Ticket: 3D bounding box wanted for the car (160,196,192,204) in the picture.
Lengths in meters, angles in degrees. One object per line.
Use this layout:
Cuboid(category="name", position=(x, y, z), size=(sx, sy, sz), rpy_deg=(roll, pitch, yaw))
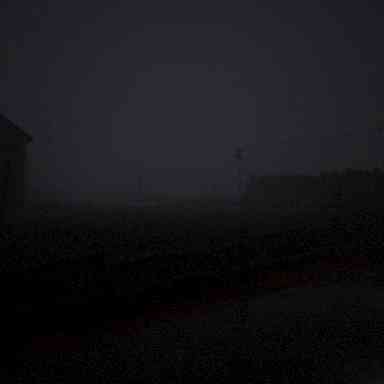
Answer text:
Cuboid(category="car", position=(-2.094, 1.258, 41.140), size=(2.033, 1.411, 5.357), rpy_deg=(-1, 1, -35))
